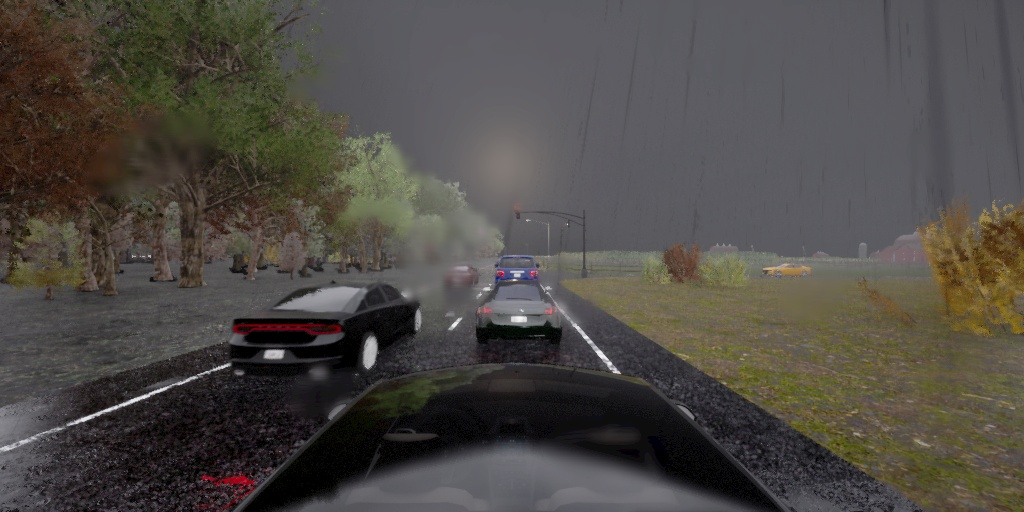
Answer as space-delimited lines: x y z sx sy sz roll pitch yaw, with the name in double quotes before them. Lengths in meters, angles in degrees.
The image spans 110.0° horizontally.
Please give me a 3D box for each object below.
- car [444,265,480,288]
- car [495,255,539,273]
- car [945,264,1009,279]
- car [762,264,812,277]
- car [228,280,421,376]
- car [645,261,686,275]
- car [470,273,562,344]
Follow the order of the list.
"car" -3.187 1.281 23.379 1.812 1.442 4.674 0 0 1
"car" 0.272 0.976 19.050 2.150 2.045 5.566 0 0 1
"car" 49.460 1.848 37.921 4.181 1.385 1.994 1 -1 2
"car" 31.961 1.631 41.801 5.008 1.535 1.882 1 -1 1
"car" -3.345 1.229 7.556 1.882 1.535 5.008 0 0 1
"car" 18.051 1.355 42.046 4.553 1.767 2.097 1 -1 2
"car" 0.173 1.316 9.637 1.994 1.385 4.181 0 0 1
